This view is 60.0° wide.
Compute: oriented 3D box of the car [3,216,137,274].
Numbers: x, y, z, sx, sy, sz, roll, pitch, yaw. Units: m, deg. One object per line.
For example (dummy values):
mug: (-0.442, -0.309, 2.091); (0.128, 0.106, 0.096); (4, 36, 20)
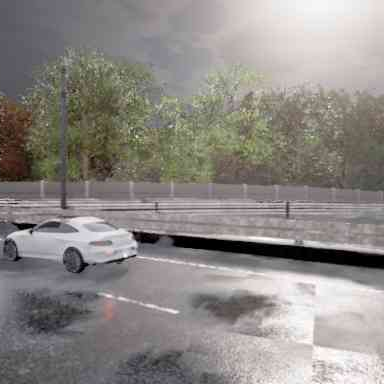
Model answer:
car: (-3.809, 1.463, 10.256); (4.674, 1.442, 1.812); (0, 0, 31)

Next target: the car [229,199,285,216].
car: (6.184, 1.408, 31.462); (5.357, 1.411, 2.033); (1, 0, -19)
